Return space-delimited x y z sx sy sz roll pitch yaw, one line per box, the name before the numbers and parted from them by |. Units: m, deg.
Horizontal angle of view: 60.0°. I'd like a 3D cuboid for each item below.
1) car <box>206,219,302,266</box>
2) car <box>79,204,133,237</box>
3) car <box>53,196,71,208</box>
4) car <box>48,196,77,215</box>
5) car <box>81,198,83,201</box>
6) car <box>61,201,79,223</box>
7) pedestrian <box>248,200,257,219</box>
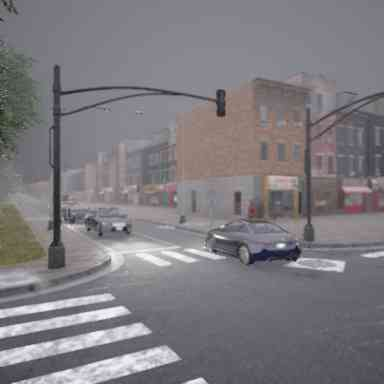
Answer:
car | 2.062 1.679 12.221 1.994 1.385 4.181 0 -1 -20
car | -5.010 1.664 19.725 2.128 1.511 4.902 0 0 -29
car | -22.550 1.656 57.619 2.150 2.045 5.566 0 -1 -29
car | -14.188 1.600 36.385 2.097 1.767 4.553 0 0 -29
car | -17.793 1.869 48.999 1.812 1.442 4.674 0 -1 -29
car | -9.436 1.726 27.750 1.812 1.442 4.674 0 0 -29
pedestrian | 3.089 1.312 17.181 0.375 1.860 0.375 1 -1 -29
